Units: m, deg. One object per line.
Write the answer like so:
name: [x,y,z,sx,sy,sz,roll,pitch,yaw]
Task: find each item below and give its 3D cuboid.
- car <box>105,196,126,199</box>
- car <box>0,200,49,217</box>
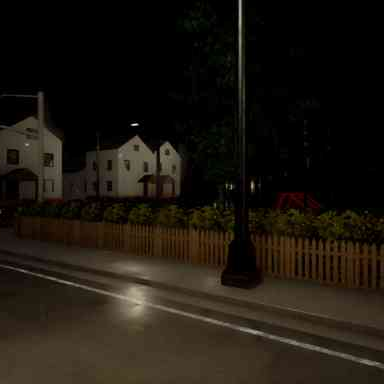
car: [-9.400,1.352,38.817,2.097,1.767,4.553,0,0,35]
car: [-15.048,1.491,30.648,2.128,1.511,4.902,0,0,35]
